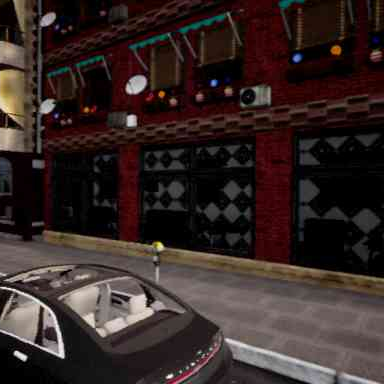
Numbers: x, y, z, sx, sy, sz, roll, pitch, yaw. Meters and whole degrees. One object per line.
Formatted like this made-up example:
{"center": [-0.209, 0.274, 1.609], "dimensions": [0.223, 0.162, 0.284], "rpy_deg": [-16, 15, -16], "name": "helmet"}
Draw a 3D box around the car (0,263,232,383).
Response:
{"center": [-1.668, 1.551, 3.901], "dimensions": [4.403, 1.369, 2.008], "rpy_deg": [0, 1, 36], "name": "car"}
